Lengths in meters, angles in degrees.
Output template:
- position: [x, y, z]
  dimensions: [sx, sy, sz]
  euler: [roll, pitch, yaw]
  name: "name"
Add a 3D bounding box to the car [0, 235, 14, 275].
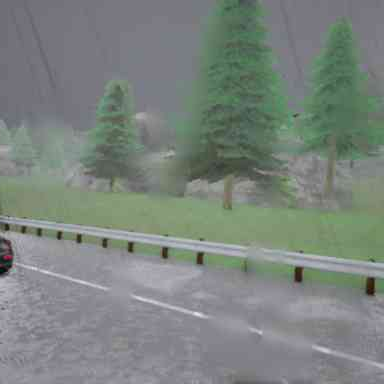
- position: [-6.361, 1.353, 8.530]
  dimensions: [4.674, 1.442, 1.812]
  euler: [1, 1, 35]
  name: "car"
